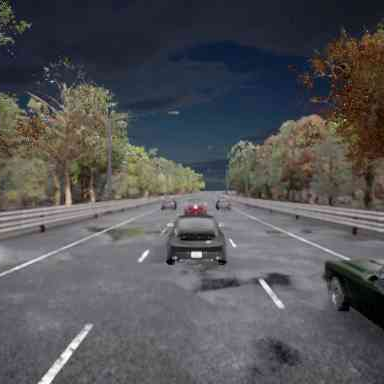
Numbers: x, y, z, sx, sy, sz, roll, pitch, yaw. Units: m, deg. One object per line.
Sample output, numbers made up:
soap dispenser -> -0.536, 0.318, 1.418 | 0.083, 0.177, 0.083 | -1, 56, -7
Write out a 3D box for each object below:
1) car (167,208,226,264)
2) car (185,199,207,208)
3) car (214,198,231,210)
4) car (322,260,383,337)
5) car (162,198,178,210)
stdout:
car -> 0.147, 1.537, 11.910 | 1.837, 1.490, 4.892 | 0, 0, 0
car -> 0.376, 1.430, 32.621 | 2.097, 1.767, 4.553 | 0, 0, 1
car -> 4.097, 1.596, 44.489 | 2.128, 1.511, 4.902 | 0, 0, 1
car -> 3.612, 1.615, 4.782 | 1.895, 1.301, 4.718 | 0, 0, 0
car -> -2.909, 1.594, 44.291 | 2.128, 1.511, 4.902 | 0, 0, 1
